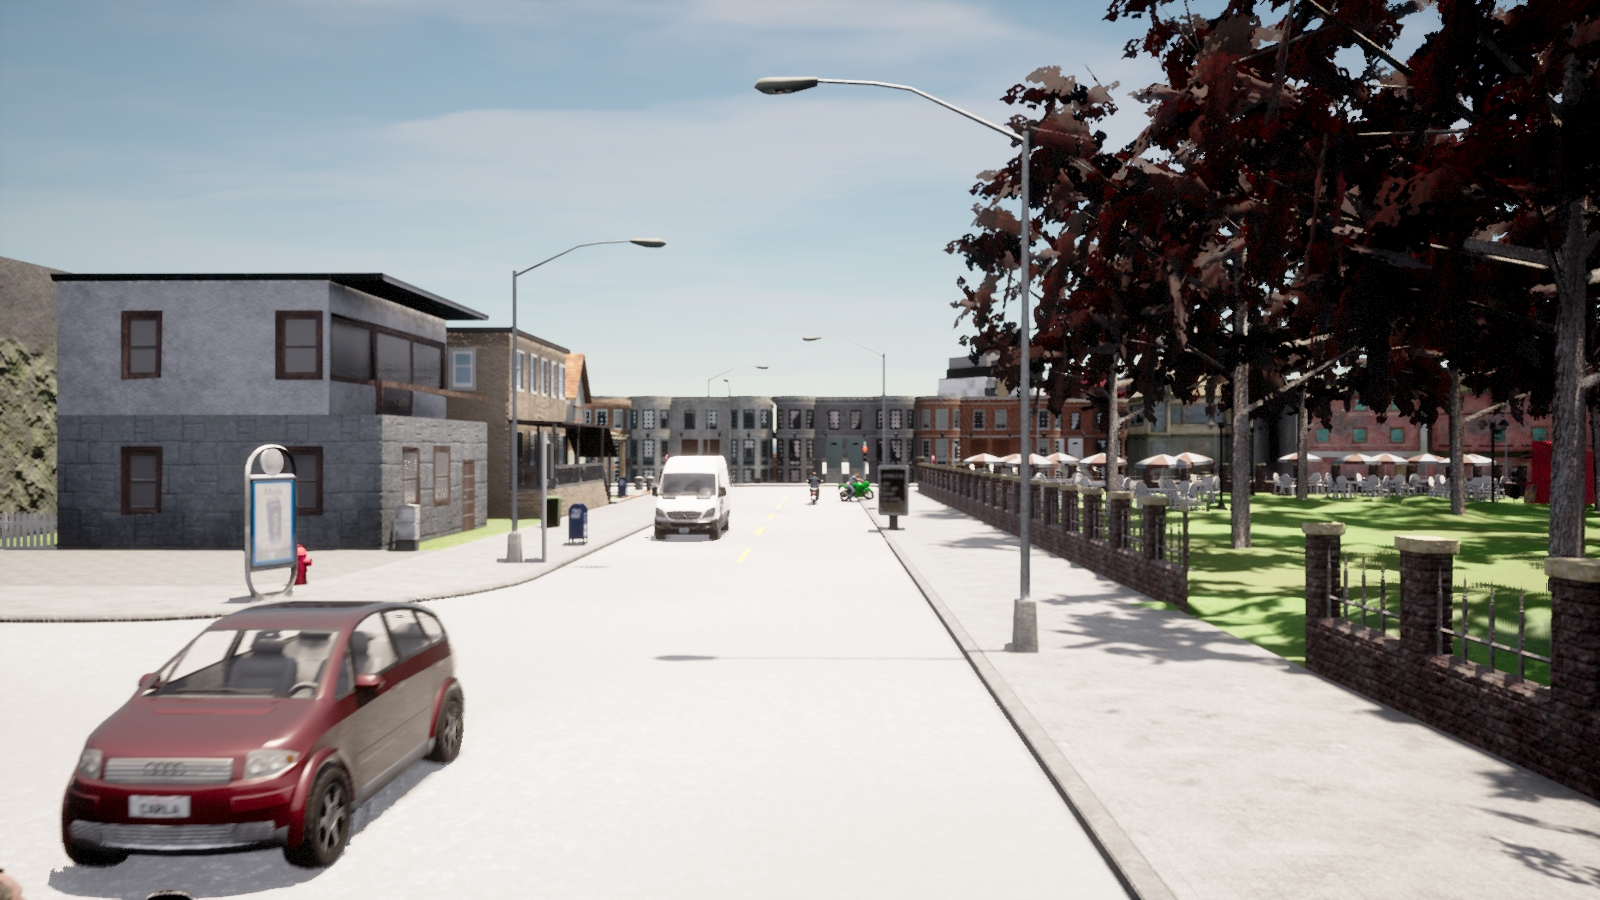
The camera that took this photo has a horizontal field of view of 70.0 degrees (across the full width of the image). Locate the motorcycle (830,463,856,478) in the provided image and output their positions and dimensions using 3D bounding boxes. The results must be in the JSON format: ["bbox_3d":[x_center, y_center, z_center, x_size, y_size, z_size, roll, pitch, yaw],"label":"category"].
[{"bbox_3d":[3.781,1.811,101.156,2.033,1.145,0.803,-5,-2,27],"label":"motorcycle"}]

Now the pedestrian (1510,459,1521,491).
[{"bbox_3d":[41.679,1.440,66.549,0.375,1.860,0.375,0,0,1],"label":"pedestrian"}]

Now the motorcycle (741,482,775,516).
[{"bbox_3d":[-1.676,1.927,45.070,0.867,1.251,2.209,0,0,-15],"label":"motorcycle"}]

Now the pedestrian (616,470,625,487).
[{"bbox_3d":[-12.057,1.912,76.760,0.500,1.100,0.500,0,0,-1],"label":"pedestrian"}]

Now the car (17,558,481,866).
[{"bbox_3d":[-3.929,1.793,8.923,1.789,1.549,3.705,0,0,1],"label":"car"}]

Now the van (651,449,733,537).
[{"bbox_3d":[-3.390,1.264,36.832,1.988,2.561,5.915,0,1,1],"label":"van"}]
